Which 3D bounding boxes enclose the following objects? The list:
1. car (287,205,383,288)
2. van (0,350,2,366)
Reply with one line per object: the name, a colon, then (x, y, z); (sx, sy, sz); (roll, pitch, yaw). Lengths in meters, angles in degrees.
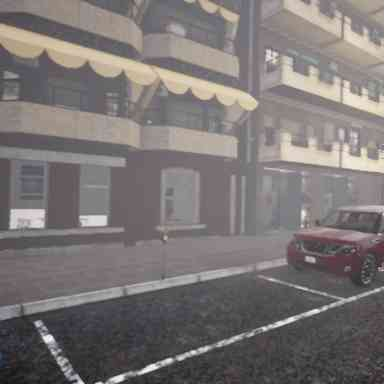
car: (4.957, 1.344, 9.602); (5.009, 1.841, 2.192); (0, 1, -35)
van: (-4.049, 1.337, 3.182); (3.998, 1.788, 1.690); (0, 1, -35)
